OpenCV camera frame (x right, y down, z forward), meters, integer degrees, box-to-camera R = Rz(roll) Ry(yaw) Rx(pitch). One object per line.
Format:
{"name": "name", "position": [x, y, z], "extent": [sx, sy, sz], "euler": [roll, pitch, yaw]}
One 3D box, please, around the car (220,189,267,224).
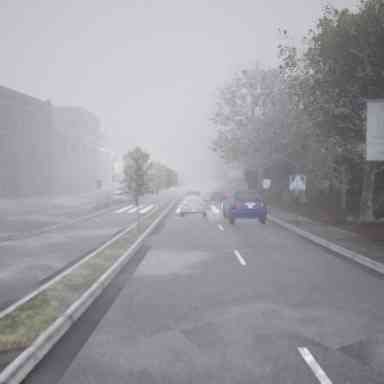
{"name": "car", "position": [3.260, 0.825, 21.262], "extent": [2.150, 2.045, 5.566], "euler": [0, 2, 0]}

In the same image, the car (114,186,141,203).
{"name": "car", "position": [-8.129, 0.207, 40.926], "extent": [2.435, 2.045, 5.566], "euler": [0, 2, 0]}

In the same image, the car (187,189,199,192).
{"name": "car", "position": [0.120, 0.388, 43.307], "extent": [2.128, 1.511, 4.902], "euler": [0, 2, 0]}

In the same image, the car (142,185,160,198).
{"name": "car", "position": [-7.996, -0.538, 63.099], "extent": [2.435, 2.045, 5.566], "euler": [0, 2, 0]}

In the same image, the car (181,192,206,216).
{"name": "car", "position": [0.111, 0.992, 25.601], "extent": [1.812, 1.442, 4.674], "euler": [0, 2, 0]}

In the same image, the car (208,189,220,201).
{"name": "car", "position": [3.271, 0.387, 43.731], "extent": [1.837, 1.490, 4.892], "euler": [0, 2, 0]}
